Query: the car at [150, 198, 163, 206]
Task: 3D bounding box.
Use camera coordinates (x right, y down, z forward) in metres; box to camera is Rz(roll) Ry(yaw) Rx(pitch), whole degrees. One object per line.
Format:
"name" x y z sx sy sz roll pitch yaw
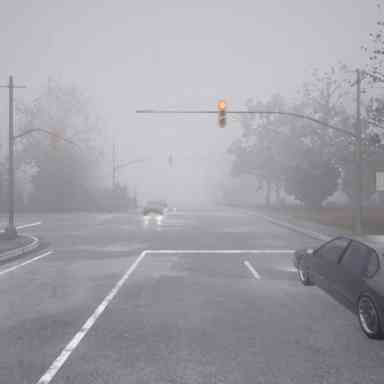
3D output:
"car" -7.270 2.040 68.327 2.128 1.511 4.902 0 -1 -12

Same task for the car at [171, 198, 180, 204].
"car" -4.535 2.189 83.014 2.097 1.767 4.553 0 -1 -22

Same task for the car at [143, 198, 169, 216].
"car" -3.749 1.554 33.193 2.033 1.411 5.357 0 0 -1

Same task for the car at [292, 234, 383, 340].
"car" 3.592 1.547 6.458 2.033 1.411 5.357 0 0 0

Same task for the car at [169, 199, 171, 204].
"car" -4.504 1.701 49.447 2.033 1.411 5.357 0 -1 -5

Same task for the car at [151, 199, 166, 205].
"car" -8.315 2.405 83.071 2.033 1.411 5.357 0 -1 -25
